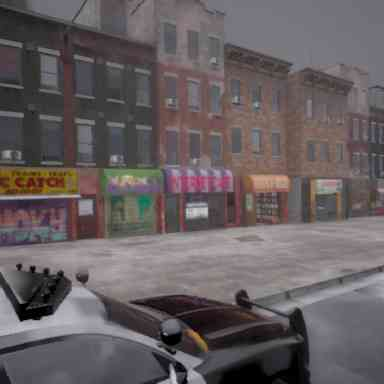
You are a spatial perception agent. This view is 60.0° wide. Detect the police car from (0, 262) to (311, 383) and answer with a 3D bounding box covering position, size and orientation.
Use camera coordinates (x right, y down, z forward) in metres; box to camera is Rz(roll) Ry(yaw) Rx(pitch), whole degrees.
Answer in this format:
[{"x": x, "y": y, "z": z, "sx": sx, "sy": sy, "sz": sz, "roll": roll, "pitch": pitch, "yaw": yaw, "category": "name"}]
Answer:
[{"x": -1.086, "y": 1.425, "z": 2.506, "sx": 5.238, "sy": 1.638, "sz": 1.930, "roll": 0, "pitch": 0, "yaw": -35, "category": "police car"}]
